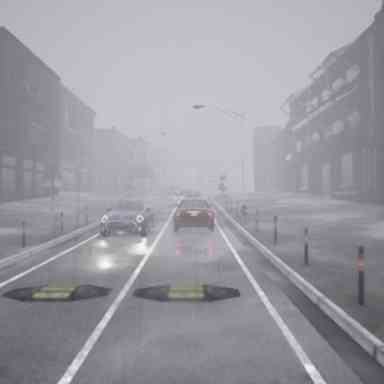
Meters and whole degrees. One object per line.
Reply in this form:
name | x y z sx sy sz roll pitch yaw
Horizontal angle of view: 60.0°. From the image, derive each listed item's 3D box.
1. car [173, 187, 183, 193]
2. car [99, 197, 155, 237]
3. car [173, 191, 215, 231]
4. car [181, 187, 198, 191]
car | -2.094 -0.078 57.570 2.128 1.511 4.902 0 1 6
car | -3.101 1.127 16.677 2.097 1.767 4.553 0 2 0
car | 0.100 1.071 18.603 2.097 1.767 4.553 0 2 0
car | 0.116 0.487 37.474 2.033 1.411 5.357 0 2 0
